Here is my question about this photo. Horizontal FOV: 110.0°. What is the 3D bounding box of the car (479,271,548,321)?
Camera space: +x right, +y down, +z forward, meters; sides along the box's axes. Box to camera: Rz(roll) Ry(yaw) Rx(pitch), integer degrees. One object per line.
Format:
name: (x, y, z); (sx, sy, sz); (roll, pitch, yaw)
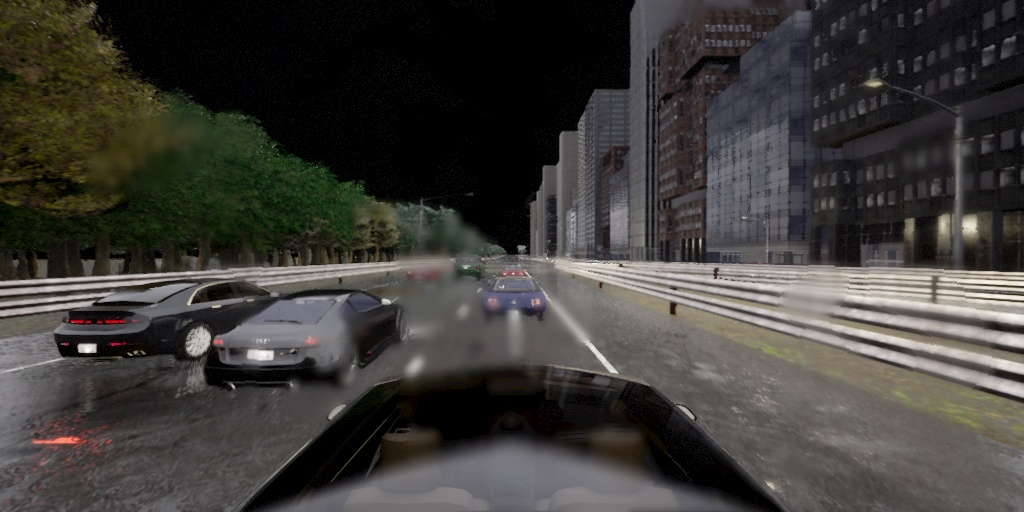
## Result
car: (0.096, 1.351, 12.350); (1.895, 1.301, 4.718); (0, 0, 0)

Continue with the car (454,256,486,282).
car: (-3.414, 0.980, 29.631); (2.150, 2.045, 5.566); (0, 0, 0)

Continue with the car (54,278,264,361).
car: (-6.902, 1.255, 8.252); (1.837, 1.490, 4.892); (0, 0, 0)

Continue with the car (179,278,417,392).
car: (-3.401, 1.314, 6.862); (1.994, 1.385, 4.181); (0, 0, 0)

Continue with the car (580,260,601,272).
car: (10.416, 1.324, 47.392); (2.163, 1.488, 4.792); (0, 0, -14)

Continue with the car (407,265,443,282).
car: (-6.913, 1.360, 29.062); (1.895, 1.301, 4.718); (0, 0, 0)

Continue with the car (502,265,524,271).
car: (0.086, 1.359, 29.009); (1.895, 1.301, 4.718); (0, 0, 0)
